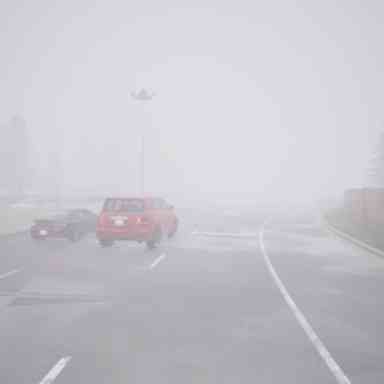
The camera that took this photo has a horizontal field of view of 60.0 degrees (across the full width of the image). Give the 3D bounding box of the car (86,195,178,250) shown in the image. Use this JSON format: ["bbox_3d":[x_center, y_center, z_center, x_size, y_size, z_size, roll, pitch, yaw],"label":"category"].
[{"bbox_3d":[-2.128,1.147,14.295,2.150,2.045,5.566,1,0,9],"label":"car"}]

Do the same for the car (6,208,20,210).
[{"bbox_3d":[-13.506,1.269,28.107,1.812,1.442,4.674,1,0,16],"label":"car"}]

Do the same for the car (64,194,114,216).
[{"bbox_3d":[-9.208,1.139,30.223,2.097,1.767,4.553,1,0,18],"label":"car"}]

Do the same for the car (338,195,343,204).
[{"bbox_3d":[28.611,1.470,63.181,4.553,1.767,2.097,0,0,-43],"label":"car"}]

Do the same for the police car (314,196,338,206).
[{"bbox_3d":[22.682,1.496,57.034,1.930,1.638,5.238,1,0,41],"label":"police car"}]

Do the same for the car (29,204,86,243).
[{"bbox_3d":[-5.464,1.408,15.325,1.812,1.442,4.674,1,0,9],"label":"car"}]
